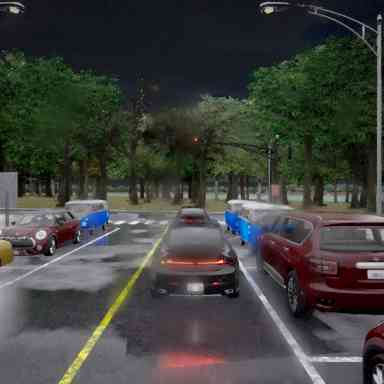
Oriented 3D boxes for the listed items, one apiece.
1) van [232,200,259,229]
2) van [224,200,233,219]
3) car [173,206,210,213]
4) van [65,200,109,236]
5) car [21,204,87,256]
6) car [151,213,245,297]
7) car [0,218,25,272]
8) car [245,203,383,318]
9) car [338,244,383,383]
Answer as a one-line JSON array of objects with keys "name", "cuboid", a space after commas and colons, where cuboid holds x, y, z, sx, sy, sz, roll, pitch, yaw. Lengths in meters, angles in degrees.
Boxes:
[{"name": "van", "cuboid": [2.756, 1.342, 12.801, 1.690, 1.788, 3.998, 0, 0, 0]}, {"name": "van", "cuboid": [2.753, 1.342, 18.239, 1.690, 1.788, 3.998, 0, 0, 0]}, {"name": "car", "cuboid": [0.003, 1.506, 17.939, 1.837, 1.490, 4.892, 0, 0, -1]}, {"name": "van", "cuboid": [-5.772, 1.342, 18.235, 1.690, 1.788, 3.998, 0, 0, 0]}, {"name": "car", "cuboid": [-5.769, 1.441, 12.797, 1.967, 1.590, 4.097, 0, 0, 0]}, {"name": "car", "cuboid": [0.073, 1.505, 8.535, 1.837, 1.490, 4.892, 0, 0, 0]}, {"name": "car", "cuboid": [-5.766, 1.525, 7.190, 1.752, 1.417, 4.829, 0, 0, 0]}, {"name": "car", "cuboid": [2.759, 1.315, 7.364, 2.192, 1.841, 5.009, 0, 0, 0]}, {"name": "car", "cuboid": [2.762, 1.440, 1.926, 1.967, 1.590, 4.097, 0, 0, 0]}]
